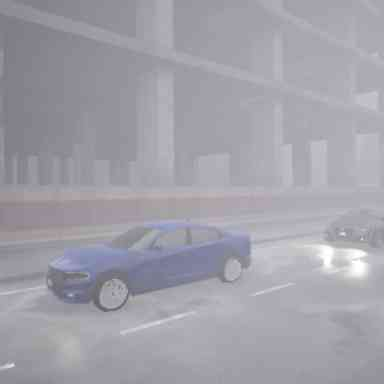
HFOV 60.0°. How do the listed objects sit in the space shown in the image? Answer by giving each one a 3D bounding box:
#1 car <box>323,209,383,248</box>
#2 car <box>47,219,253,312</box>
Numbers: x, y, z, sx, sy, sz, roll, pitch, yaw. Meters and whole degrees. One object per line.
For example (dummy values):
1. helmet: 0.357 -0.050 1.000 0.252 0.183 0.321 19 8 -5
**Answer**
1. car: 7.438 1.421 14.130 4.181 1.385 1.994 -1 0 -38
2. car: -0.735 1.442 7.881 5.008 1.535 1.882 -1 0 -37
